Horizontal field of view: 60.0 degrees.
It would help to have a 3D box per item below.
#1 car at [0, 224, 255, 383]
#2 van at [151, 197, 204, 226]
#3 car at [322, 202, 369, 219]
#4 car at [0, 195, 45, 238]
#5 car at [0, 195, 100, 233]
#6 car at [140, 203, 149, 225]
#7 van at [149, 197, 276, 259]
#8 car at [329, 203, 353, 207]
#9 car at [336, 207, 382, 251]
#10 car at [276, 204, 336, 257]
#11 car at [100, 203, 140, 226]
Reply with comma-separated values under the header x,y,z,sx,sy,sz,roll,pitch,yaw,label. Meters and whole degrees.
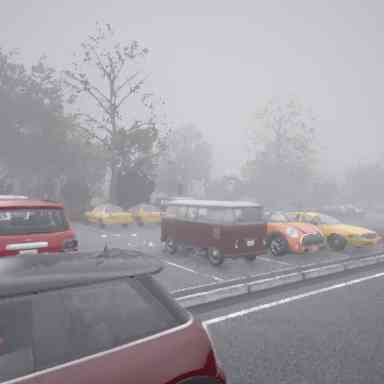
x,y,z,sx,sy,sz,roll,pitch,yaw,label
-1.961,1.351,2.284,4.553,1.767,2.097,0,0,-36,car
-1.181,1.375,25.392,1.878,1.987,4.442,1,-1,-36,van
18.181,2.127,39.500,2.185,1.767,4.553,2,-1,-35,car
-10.299,1.210,18.934,2.435,2.045,5.566,0,0,-36,car
-4.474,1.200,8.071,2.435,2.045,5.566,1,0,-36,car
-3.627,1.553,24.002,1.946,1.575,5.366,1,-1,-36,car
0.495,1.280,11.767,1.878,1.987,4.442,1,0,-36,van
15.632,2.189,37.608,2.002,1.452,4.674,2,-1,-36,car
5.500,1.586,15.001,1.946,1.575,5.366,1,-1,-36,car
3.008,1.417,13.473,2.185,1.767,4.553,1,-1,-36,car
-5.787,1.516,22.447,1.946,1.575,5.366,1,0,-36,car
